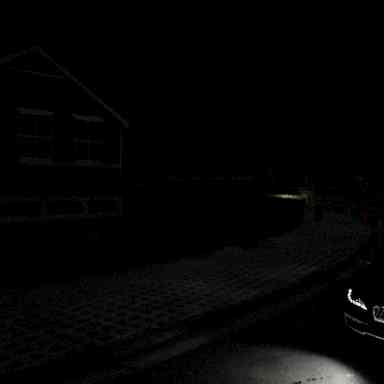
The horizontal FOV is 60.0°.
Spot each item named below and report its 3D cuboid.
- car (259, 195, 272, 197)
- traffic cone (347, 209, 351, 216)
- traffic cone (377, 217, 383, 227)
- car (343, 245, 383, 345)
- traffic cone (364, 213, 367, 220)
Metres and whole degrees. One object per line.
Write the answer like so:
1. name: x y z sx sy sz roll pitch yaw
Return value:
1. car: 12.974 1.208 58.115 2.097 1.767 4.553 0 0 -12
2. traffic cone: 14.360 1.883 30.464 0.340 0.580 0.340 0 0 7
3. traffic cone: 12.073 1.918 21.339 0.340 0.580 0.340 0 0 21
4. car: 4.324 1.503 5.940 1.837 1.490 4.892 1 0 43
5. traffic cone: 13.480 1.900 25.836 0.340 0.580 0.340 0 0 14
